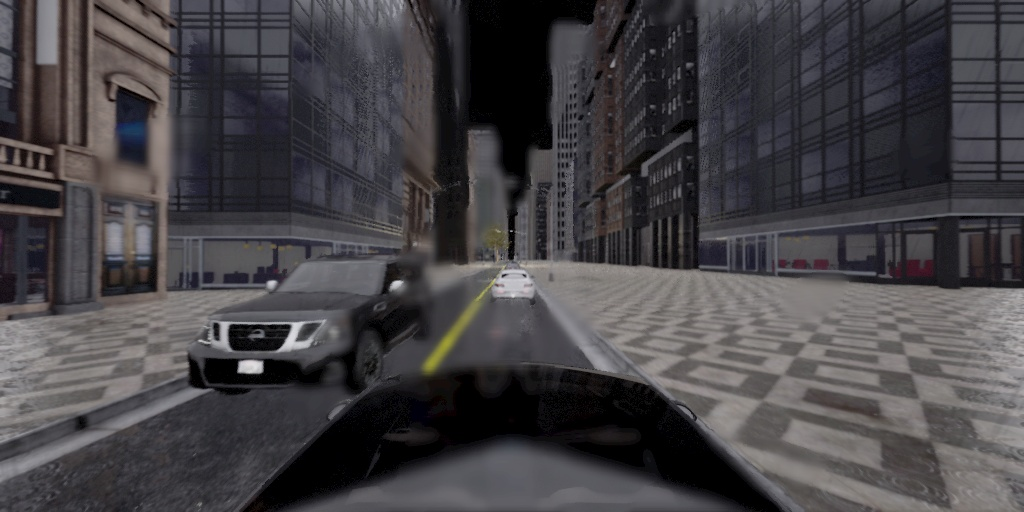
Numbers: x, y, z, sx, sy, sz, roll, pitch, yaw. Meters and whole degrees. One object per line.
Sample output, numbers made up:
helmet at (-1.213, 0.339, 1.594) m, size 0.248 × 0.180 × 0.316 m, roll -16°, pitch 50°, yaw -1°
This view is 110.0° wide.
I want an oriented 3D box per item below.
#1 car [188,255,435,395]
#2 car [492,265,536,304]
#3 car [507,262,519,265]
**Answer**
car at (-3.060, 0.995, 7.039) m, size 2.150 × 2.045 × 5.566 m, roll 0°, pitch -1°, yaw 1°
car at (0.087, 1.333, 16.599) m, size 1.812 × 1.442 × 4.674 m, roll 0°, pitch 0°, yaw 0°
car at (0.073, 1.448, 42.237) m, size 2.033 × 1.411 × 5.357 m, roll 0°, pitch 0°, yaw 0°
